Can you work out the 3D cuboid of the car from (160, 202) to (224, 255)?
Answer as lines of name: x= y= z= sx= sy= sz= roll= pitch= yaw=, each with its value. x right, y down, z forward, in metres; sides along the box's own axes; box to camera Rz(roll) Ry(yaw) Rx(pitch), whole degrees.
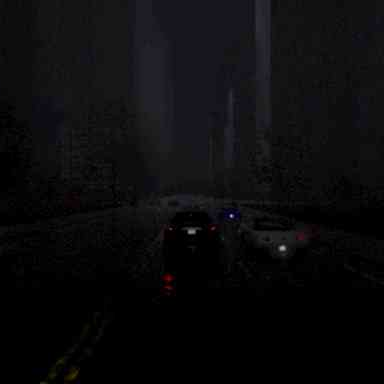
car: x=-0.014 y=1.481 z=14.058 sx=2.097 sy=1.767 sz=4.553 roll=0 pitch=-1 yaw=0

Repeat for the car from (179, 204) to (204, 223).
car: x=-0.029 y=1.829 z=29.260 sx=1.994 sy=1.385 sz=4.181 roll=0 pitch=0 yaw=0

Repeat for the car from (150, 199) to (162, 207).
car: x=-6.573 y=2.020 z=61.425 sx=2.128 sy=1.511 sz=4.902 roll=0 pitch=-1 yaw=0

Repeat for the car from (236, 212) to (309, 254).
car: x=3.235 y=1.732 z=14.087 sx=1.895 sy=1.301 sz=4.718 roll=0 pitch=0 yaw=0

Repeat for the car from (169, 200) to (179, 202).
car: x=-3.325 y=2.091 z=61.418 sx=1.994 sy=1.385 sz=4.181 roll=0 pitch=0 yaw=0

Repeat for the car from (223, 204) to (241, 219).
car: x=3.221 y=1.792 z=29.375 sx=1.812 sy=1.442 sz=4.674 roll=0 pitch=0 yaw=0
